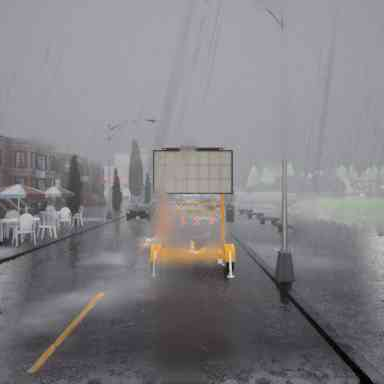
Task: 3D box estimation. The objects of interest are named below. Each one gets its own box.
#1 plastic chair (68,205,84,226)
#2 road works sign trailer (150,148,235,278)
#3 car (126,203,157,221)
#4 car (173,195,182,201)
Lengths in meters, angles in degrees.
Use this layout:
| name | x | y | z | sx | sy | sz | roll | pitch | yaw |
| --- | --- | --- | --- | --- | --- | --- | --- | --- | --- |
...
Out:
| name | x | y | z | sx | sy | sz | roll | pitch | yaw |
| --- | --- | --- | --- | --- | --- | --- | --- | --- | --- |
| plastic chair | -7.396 | 1.506 | 21.185 | 0.730 | 1.271 | 0.750 | 0 | 0 | -40 |
| road works sign trailer | 0.024 | 0.464 | 10.141 | 2.380 | 3.560 | 2.880 | 0 | 0 | 0 |
| car | -4.038 | 1.601 | 26.979 | 1.895 | 1.301 | 4.718 | 0 | 0 | 0 |
| car | -3.796 | 1.492 | 87.444 | 2.128 | 1.511 | 4.902 | 0 | 0 | 0 |
